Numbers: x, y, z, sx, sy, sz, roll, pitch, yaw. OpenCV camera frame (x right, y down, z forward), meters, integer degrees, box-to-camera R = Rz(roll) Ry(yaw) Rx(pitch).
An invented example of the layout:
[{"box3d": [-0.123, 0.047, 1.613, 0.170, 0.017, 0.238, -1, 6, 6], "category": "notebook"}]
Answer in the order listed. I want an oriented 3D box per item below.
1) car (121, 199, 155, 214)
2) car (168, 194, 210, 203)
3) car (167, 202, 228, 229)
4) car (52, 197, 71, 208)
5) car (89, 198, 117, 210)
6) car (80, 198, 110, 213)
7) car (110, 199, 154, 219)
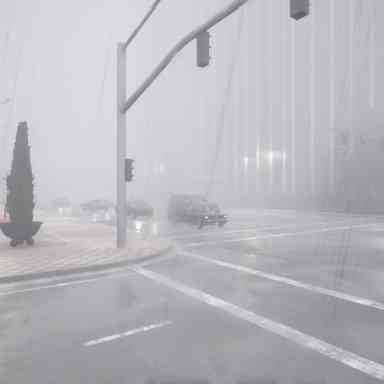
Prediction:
[{"box3d": [-5.988, 1.526, 36.707, 1.812, 1.442, 4.674, 0, 0, -36], "category": "car"}, {"box3d": [0.025, 1.221, 28.372, 2.150, 2.045, 5.566, 0, 0, -36], "category": "car"}, {"box3d": [0.271, 1.601, 21.959, 1.895, 1.301, 4.718, 0, 0, -34], "category": "car"}, {"box3d": [-19.578, 1.493, 49.655, 2.128, 1.511, 4.902, 0, 0, -35], "category": "car"}, {"box3d": [-12.178, 1.547, 45.292, 2.033, 1.411, 5.357, 0, 0, -36], "category": "car"}, {"box3d": [-11.097, 1.601, 37.792, 1.895, 1.301, 4.718, 0, 0, -36], "category": "car"}, {"box3d": [-5.183, 1.478, 29.600, 1.882, 1.535, 5.008, 0, 0, -36], "category": "car"}]
